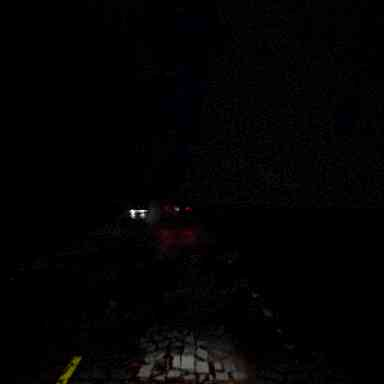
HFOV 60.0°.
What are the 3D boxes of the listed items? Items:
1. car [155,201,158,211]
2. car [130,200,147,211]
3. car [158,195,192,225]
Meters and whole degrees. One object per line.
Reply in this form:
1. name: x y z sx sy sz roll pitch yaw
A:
1. car: -3.685 1.609 42.841 1.882 1.535 5.008 0 0 -10
2. car: -7.097 1.711 43.923 1.994 1.385 4.181 0 0 -10
3. car: -1.239 1.263 24.806 2.150 2.045 5.566 0 0 -6
